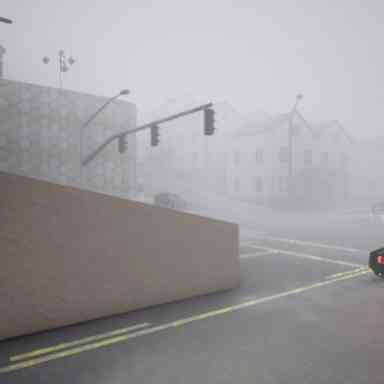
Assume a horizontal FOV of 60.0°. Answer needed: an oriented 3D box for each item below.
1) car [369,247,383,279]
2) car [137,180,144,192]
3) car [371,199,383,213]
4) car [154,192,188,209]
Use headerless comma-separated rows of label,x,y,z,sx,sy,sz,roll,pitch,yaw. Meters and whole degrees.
car,6.556,1.612,8.585,4.718,1.301,1.895,0,0,-38
car,-8.046,-1.069,44.111,2.128,1.511,4.902,0,14,-34
car,21.470,1.533,36.240,4.902,1.511,2.128,0,0,-34
car,-2.322,0.846,35.766,1.837,1.490,4.892,0,7,-34
